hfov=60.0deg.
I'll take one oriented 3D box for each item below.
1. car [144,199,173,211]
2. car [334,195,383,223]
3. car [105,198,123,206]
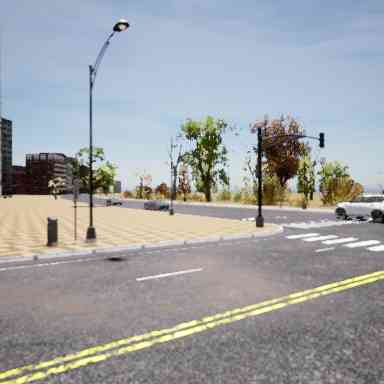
[{"bbox_3d":[-4.468,1.638,42.852,2.033,1.411,5.357,0,0,-31],"label":"car"},{"bbox_3d":[13.702,1.221,25.678,2.150,2.045,5.566,1,-1,-22],"label":"car"},{"bbox_3d":[-13.865,1.727,58.959,2.033,1.411,5.357,0,0,-30],"label":"car"}]
